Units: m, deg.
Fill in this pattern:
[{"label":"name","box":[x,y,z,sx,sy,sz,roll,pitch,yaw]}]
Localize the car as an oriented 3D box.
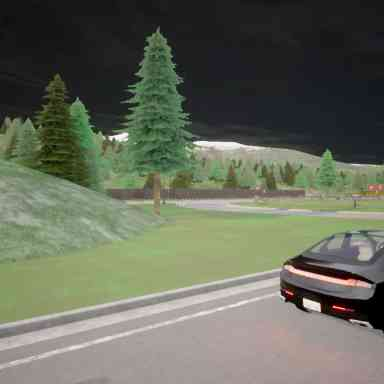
[{"label":"car","box":[3.780,1.492,6.424,4.902,1.511,2.128,0,0,-35]}]
